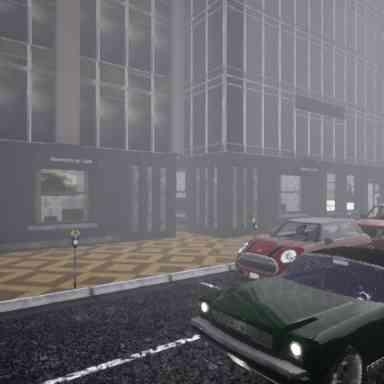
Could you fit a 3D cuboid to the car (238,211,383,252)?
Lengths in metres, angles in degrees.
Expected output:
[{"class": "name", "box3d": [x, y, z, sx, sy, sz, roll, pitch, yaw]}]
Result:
[{"class": "car", "box3d": [3.080, 1.438, 8.933, 4.097, 1.590, 1.967, 0, 0, -36]}]

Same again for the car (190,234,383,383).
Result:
[{"class": "car", "box3d": [2.323, 1.600, 5.036, 4.718, 1.301, 1.895, 0, 0, -36]}]

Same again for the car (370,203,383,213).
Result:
[{"class": "car", "box3d": [7.605, 1.309, 12.161, 5.009, 1.841, 2.192, 0, 0, -36]}]
